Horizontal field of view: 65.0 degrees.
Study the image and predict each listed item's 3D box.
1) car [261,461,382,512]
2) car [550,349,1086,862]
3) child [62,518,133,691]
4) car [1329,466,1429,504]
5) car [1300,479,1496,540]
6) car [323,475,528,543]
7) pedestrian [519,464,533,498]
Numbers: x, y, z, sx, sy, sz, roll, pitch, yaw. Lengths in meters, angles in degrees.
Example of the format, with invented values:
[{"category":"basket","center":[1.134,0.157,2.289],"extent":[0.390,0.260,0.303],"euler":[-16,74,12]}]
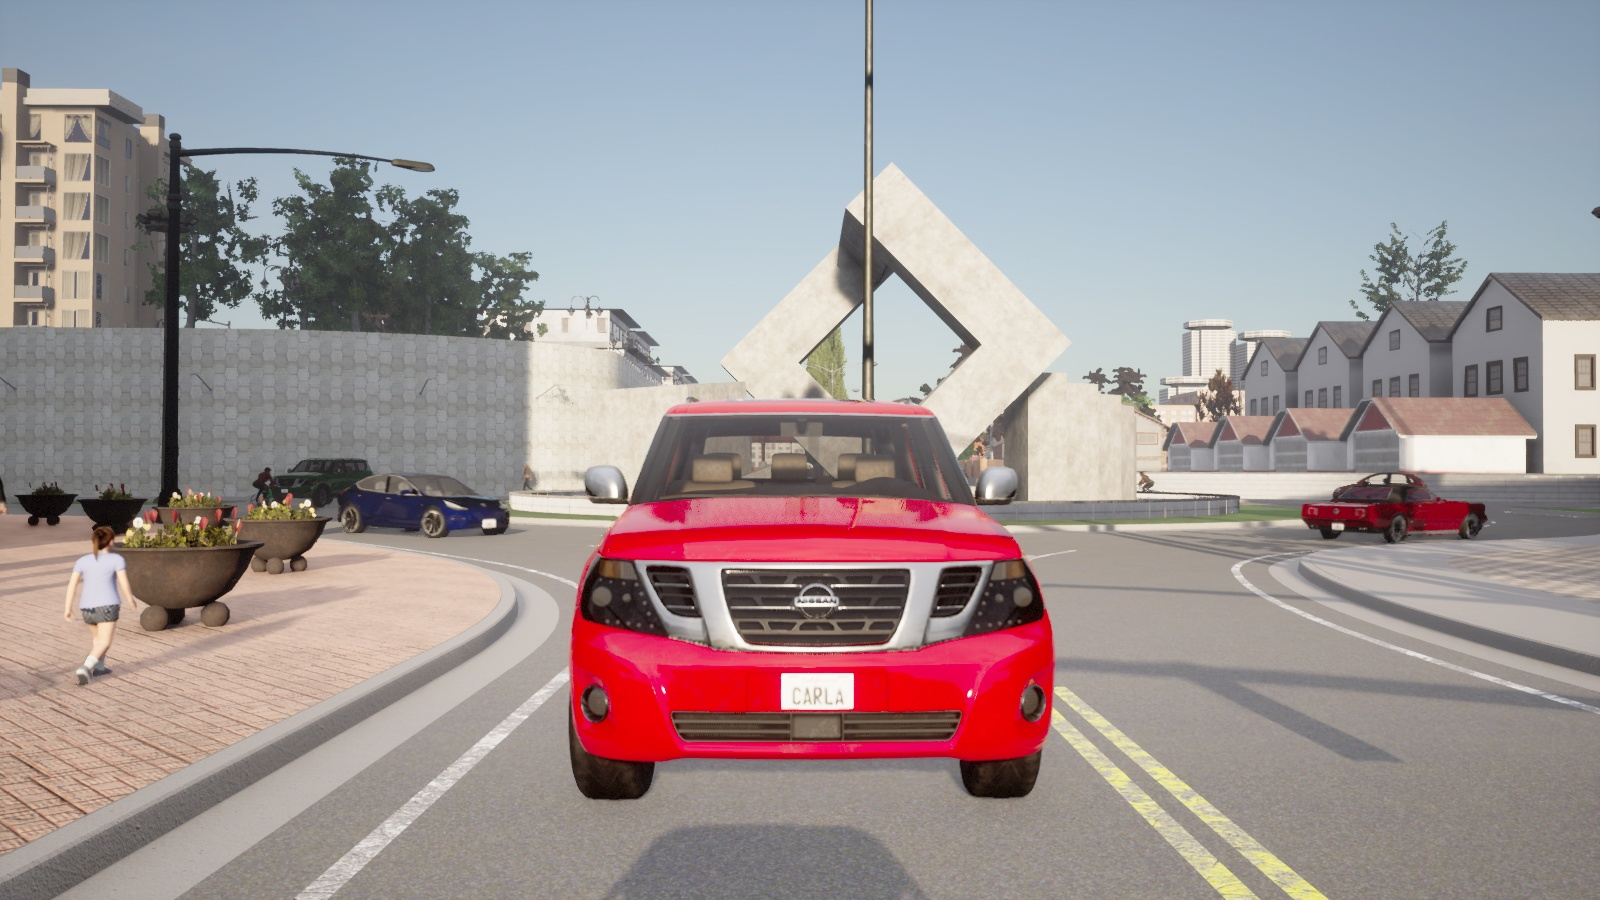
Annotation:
[{"category":"car","center":[-20.191,1.508,53.343],"extent":[2.150,2.045,5.566],"euler":[0,-1,12]},{"category":"car","center":[-0.010,0.665,7.836],"extent":[2.150,2.045,5.566],"euler":[0,-1,-2]},{"category":"child","center":[-4.689,1.019,8.391],"extent":[0.255,1.110,0.394],"euler":[0,-1,-1]},{"category":"car","center":[25.885,1.551,56.213],"extent":[3.988,1.617,1.851],"euler":[-1,-1,25]},{"category":"car","center":[14.100,1.354,29.544],"extent":[4.718,1.301,1.895],"euler":[0,-1,-32]},{"category":"car","center":[-8.982,1.353,29.983],"extent":[4.792,1.488,2.163],"euler":[-1,-1,35]},{"category":"pedestrian","center":[-15.096,1.689,69.172],"extent":[0.634,1.846,0.331],"euler":[1,-1,-40]}]
